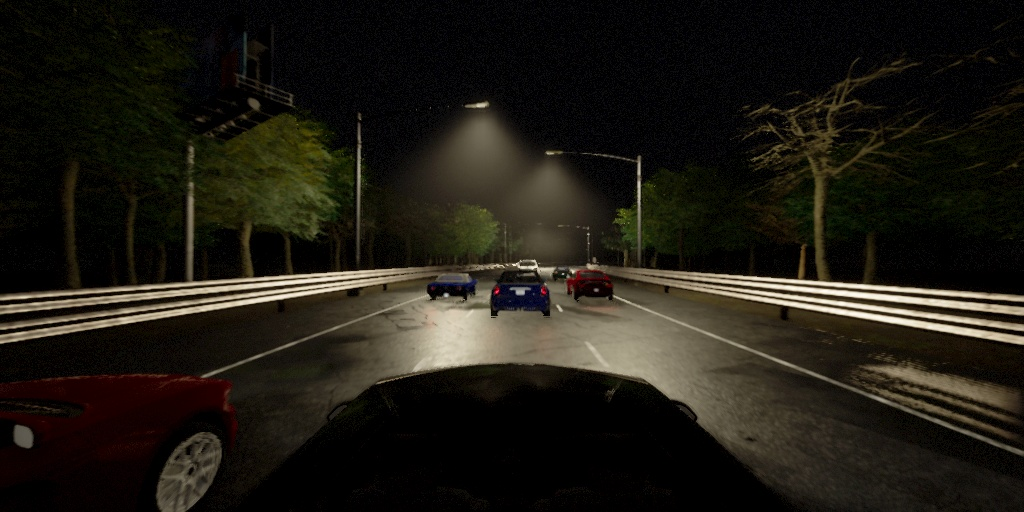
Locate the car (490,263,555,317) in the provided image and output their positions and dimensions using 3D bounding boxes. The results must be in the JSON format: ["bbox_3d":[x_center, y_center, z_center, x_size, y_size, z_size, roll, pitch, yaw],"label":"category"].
[{"bbox_3d":[0.336,1.269,14.133,2.097,1.767,4.553,0,-1,2],"label":"car"}]

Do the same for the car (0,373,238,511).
[{"bbox_3d":[-3.371,1.214,1.142,1.882,1.535,5.008,0,-1,0],"label":"car"}]

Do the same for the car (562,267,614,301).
[{"bbox_3d":[4.026,1.469,19.143,1.882,1.535,5.008,0,-1,2],"label":"car"}]

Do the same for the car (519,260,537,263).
[{"bbox_3d":[1.671,1.448,36.615,2.150,2.045,5.566,0,-1,5],"label":"car"}]

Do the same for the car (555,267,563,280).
[{"bbox_3d":[5.354,1.820,38.366,1.994,1.385,4.181,0,-1,5],"label":"car"}]

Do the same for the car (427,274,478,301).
[{"bbox_3d":[-2.989,1.579,19.014,1.895,1.301,4.718,0,-1,2],"label":"car"}]
